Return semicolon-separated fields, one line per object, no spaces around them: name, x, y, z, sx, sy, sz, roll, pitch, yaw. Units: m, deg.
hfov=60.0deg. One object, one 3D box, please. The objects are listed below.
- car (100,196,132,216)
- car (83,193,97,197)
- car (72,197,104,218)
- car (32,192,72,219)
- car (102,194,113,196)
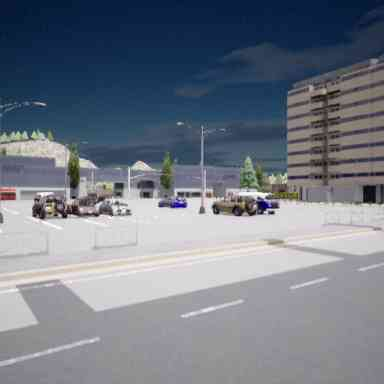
car;-6.919;1.414;30.002;1.970;1.475;3.806;0;0;-35
car;-18.713;1.173;61.521;1.905;1.878;3.866;0;0;-35
car;-9.288;1.382;28.338;1.784;1.438;3.905;0;0;-35
car;-11.455;1.171;26.753;1.932;1.855;4.605;0;0;-35
car;-10.883;1.413;45.674;1.970;1.475;3.806;0;0;-35
